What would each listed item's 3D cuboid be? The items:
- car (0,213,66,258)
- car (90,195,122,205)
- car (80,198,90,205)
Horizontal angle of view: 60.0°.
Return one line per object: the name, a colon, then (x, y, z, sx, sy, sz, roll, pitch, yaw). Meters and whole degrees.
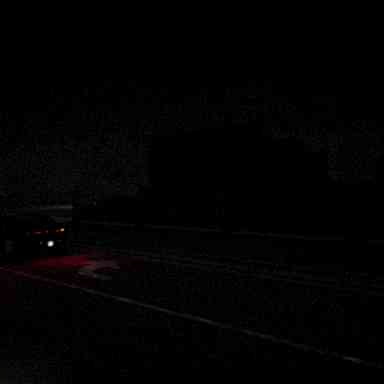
car: (-6.974, 1.596, 13.215, 4.892, 1.490, 1.837, -1, 0, 36)
car: (-14.666, 1.541, 59.015, 2.150, 2.045, 5.566, -1, 0, 37)
car: (-17.482, 1.945, 61.057, 1.895, 1.301, 4.718, 0, 0, 37)
